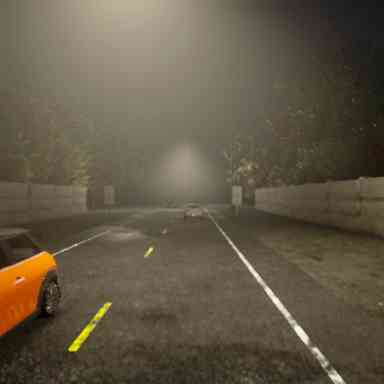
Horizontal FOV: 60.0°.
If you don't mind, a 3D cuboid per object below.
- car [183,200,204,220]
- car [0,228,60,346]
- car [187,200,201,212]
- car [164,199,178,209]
[{"bbox_3d":[0.157,1.782,30.982,1.812,1.442,4.674,0,-1,1],"label":"car"},{"bbox_3d":[-3.582,1.388,4.452,2.097,1.767,4.553,0,-1,0],"label":"car"},{"bbox_3d":[0.275,1.873,45.414,1.837,1.490,4.892,0,0,1],"label":"car"},{"bbox_3d":[-3.312,1.922,53.300,1.837,1.490,4.892,0,0,1],"label":"car"}]
